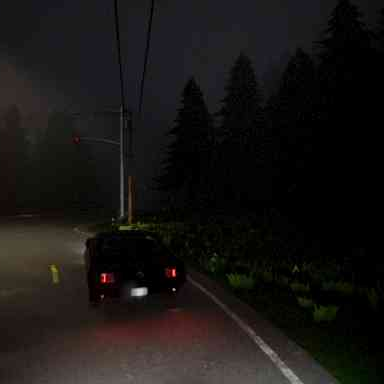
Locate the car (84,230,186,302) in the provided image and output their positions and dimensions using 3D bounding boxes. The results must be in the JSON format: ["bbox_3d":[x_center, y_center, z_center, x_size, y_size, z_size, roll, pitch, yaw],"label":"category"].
[{"bbox_3d":[-1.711,1.602,8.402,1.895,1.301,4.718,0,0,-19],"label":"car"}]
